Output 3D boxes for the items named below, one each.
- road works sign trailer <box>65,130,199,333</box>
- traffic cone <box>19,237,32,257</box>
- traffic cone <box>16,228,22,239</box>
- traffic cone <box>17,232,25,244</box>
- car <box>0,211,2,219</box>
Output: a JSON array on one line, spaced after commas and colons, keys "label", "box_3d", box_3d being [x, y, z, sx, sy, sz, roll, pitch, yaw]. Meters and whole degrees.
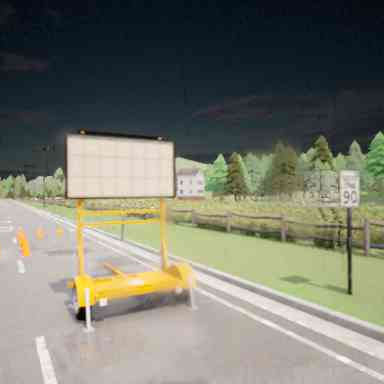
[{"label": "road works sign trailer", "box_3d": [-1.536, 0.540, 7.246, 2.380, 3.560, 2.880, 0, -1, -30]}, {"label": "traffic cone", "box_3d": [-6.264, 2.126, 12.591, 0.340, 0.580, 0.340, 0, -1, -30]}, {"label": "traffic cone", "box_3d": [-8.234, 2.176, 16.072, 0.340, 0.580, 0.340, 0, -1, -30]}, {"label": "traffic cone", "box_3d": [-7.249, 2.151, 14.332, 0.340, 0.580, 0.340, 0, -1, -30]}, {"label": "car", "box_3d": [-15.345, 1.846, 24.744, 1.882, 1.535, 5.008, 0, -1, -30]}]
